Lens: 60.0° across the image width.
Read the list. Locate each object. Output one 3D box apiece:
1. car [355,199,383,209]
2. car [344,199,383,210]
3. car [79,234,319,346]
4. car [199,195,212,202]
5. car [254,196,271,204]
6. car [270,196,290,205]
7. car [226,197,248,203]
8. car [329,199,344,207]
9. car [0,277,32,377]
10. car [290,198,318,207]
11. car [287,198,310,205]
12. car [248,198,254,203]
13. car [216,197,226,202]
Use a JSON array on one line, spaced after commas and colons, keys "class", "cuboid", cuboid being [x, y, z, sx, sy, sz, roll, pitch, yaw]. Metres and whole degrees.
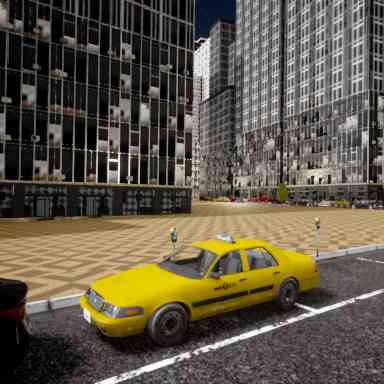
[{"class": "car", "cuboid": [27.776, 1.833, 51.363, 2.008, 1.369, 4.403, 1, -1, -22]}, {"class": "car", "cuboid": [22.592, 1.653, 43.201, 2.008, 1.369, 4.403, 1, -1, -22]}, {"class": "car", "cuboid": [0.420, 1.528, 6.330, 4.829, 1.417, 1.752, 0, 1, -35]}, {"class": "car", "cuboid": [3.612, 1.698, 89.813, 2.192, 1.841, 5.009, 1, -1, -22]}, {"class": "car", "cuboid": [17.228, 1.753, 77.272, 2.192, 1.841, 5.009, 1, -1, -22]}, {"class": "car", "cuboid": [16.266, 1.636, 58.739, 1.967, 1.590, 4.097, 1, -1, -22]}, {"class": "car", "cuboid": [9.938, 1.729, 74.275, 1.967, 1.590, 4.097, 1, -1, -22]}, {"class": "car", "cuboid": [25.601, 1.839, 56.702, 1.752, 1.417, 4.829, 1, -1, -22]}, {"class": "car", "cuboid": [-3.944, 1.565, 3.272, 4.313, 1.339, 1.947, 0, 1, -36]}, {"class": "car", "cuboid": [18.374, 1.715, 53.559, 2.008, 1.369, 4.403, 1, -1, -22]}, {"class": "car", "cuboid": [21.445, 1.926, 66.907, 2.008, 1.369, 4.403, 1, -1, -22]}, {"class": "car", "cuboid": [15.114, 2.051, 82.450, 1.802, 1.307, 4.206, 1, -1, -22]}, {"class": "car", "cuboid": [7.892, 1.845, 79.296, 1.752, 1.417, 4.829, 1, -1, -22]}]
